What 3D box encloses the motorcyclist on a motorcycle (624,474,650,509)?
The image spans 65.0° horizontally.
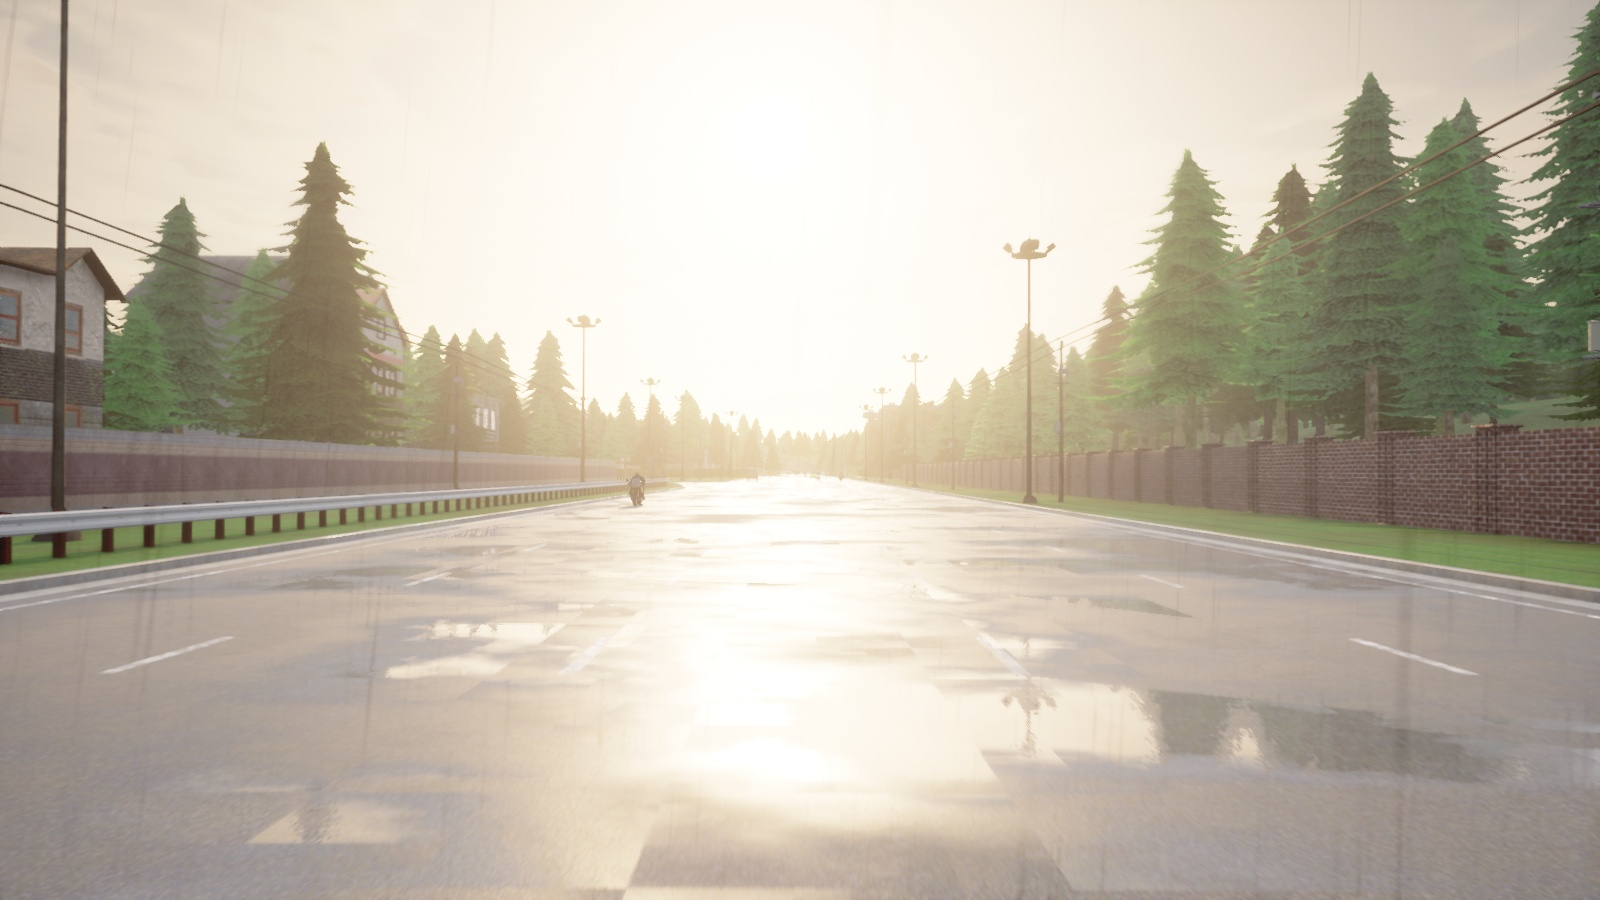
[{"bbox_3d":[-7.133,1.802,55.187,0.866,1.530,2.191,0,-1,0],"label":"motorcyclist on a motorcycle"}]
